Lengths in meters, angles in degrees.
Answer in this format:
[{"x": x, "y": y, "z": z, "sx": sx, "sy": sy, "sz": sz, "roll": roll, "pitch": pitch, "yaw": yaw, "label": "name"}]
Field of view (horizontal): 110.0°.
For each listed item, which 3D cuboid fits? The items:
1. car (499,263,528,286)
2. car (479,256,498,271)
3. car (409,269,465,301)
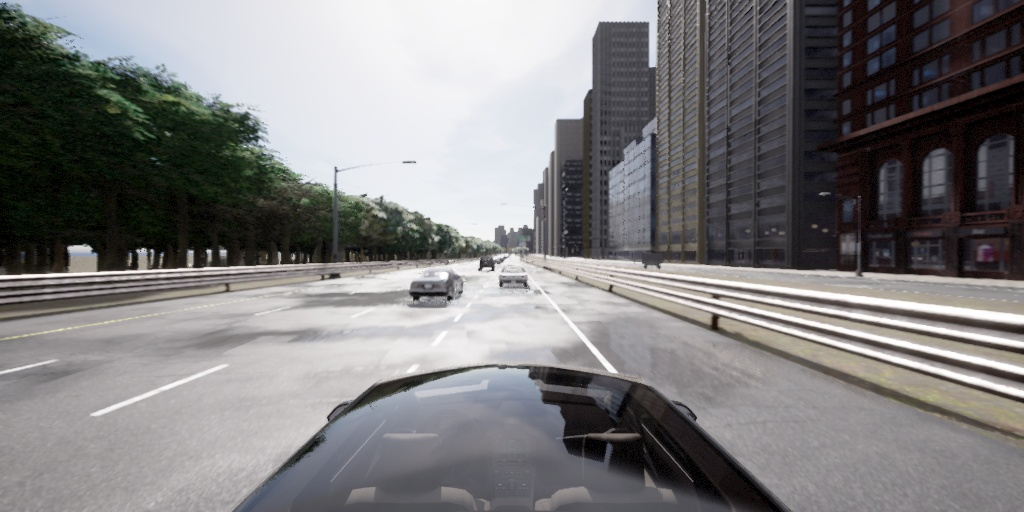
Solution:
[{"x": 0.078, "y": 1.382, "z": 25.419, "sx": 1.895, "sy": 1.301, "sz": 4.718, "roll": 0, "pitch": 0, "yaw": 0, "label": "car"}, {"x": -3.639, "y": 1.073, "z": 52.903, "sx": 2.150, "sy": 2.045, "sz": 5.566, "roll": 0, "pitch": 0, "yaw": 0, "label": "car"}, {"x": -3.513, "y": 1.316, "z": 17.516, "sx": 2.033, "sy": 1.411, "sz": 5.357, "roll": 0, "pitch": 0, "yaw": 0, "label": "car"}]
